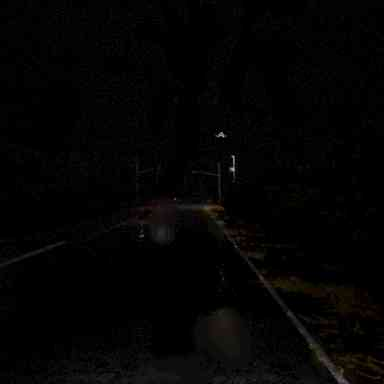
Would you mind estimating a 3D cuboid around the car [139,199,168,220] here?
[{"bbox_3d":[-3.297,1.408,28.895,2.097,1.767,4.553,0,0,0],"label":"car"}]
